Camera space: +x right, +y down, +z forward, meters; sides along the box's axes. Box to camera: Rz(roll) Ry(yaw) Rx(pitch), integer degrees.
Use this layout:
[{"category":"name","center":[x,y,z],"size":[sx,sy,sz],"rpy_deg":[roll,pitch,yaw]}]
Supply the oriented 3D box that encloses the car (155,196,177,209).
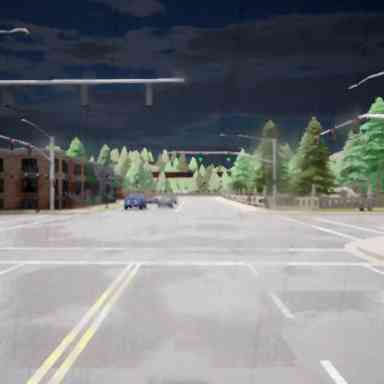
[{"category":"car","center":[-3.546,1.406,45.459],"size":[1.882,1.535,5.008],"rpy_deg":[0,0,0]}]

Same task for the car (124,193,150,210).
[{"category":"car","center":[-7.063,1.155,41.988],"size":[2.150,2.045,5.566],"rpy_deg":[0,0,0]}]

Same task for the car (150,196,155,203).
[{"category":"car","center":[-7.002,1.472,58.347],"size":[1.994,1.385,4.181],"rpy_deg":[0,0,1]}]
